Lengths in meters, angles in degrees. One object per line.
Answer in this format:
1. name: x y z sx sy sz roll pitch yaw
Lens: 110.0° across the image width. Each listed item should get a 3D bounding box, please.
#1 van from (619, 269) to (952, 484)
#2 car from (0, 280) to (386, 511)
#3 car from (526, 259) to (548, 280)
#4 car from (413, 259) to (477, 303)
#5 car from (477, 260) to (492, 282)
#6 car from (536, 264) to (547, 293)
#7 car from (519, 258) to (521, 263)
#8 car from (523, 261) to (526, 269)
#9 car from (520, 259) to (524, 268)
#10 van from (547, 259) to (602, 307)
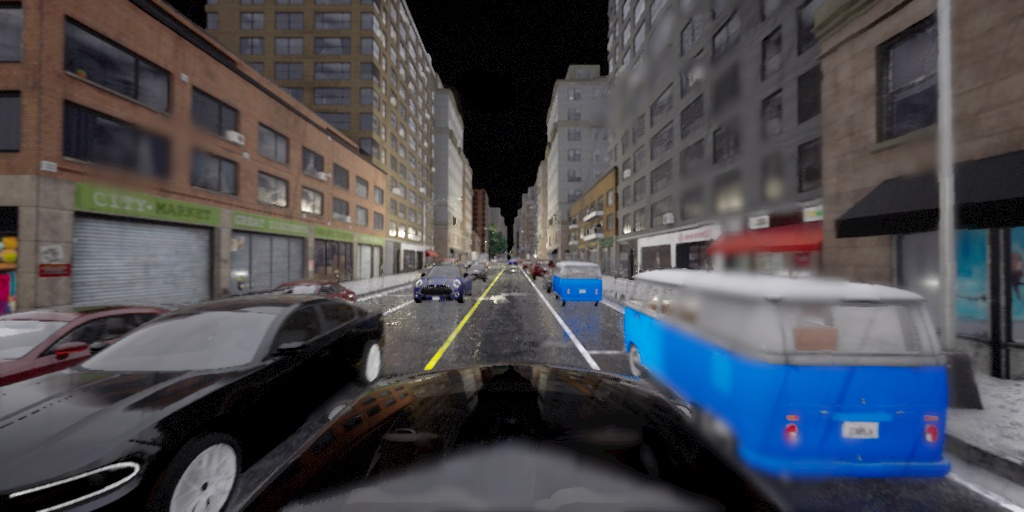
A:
1. van: 2.678 1.103 4.603 1.690 1.789 3.998 0 0 0
2. car: -3.096 1.231 4.174 1.882 1.535 5.008 0 0 0
3. car: 2.728 1.166 32.060 2.192 1.841 5.009 0 0 0
4. car: -3.055 1.149 16.740 2.097 1.767 4.553 0 -1 0
5. car: -2.948 1.343 30.051 1.837 1.490 4.892 0 0 0
6. car: 2.708 1.365 21.078 2.007 1.370 4.403 0 0 0
7. car: 2.789 1.531 65.008 1.888 1.381 4.507 0 0 0
8. car: 2.749 1.443 43.043 2.007 1.370 4.403 0 0 0
9. car: 2.779 1.506 59.516 1.888 1.381 4.507 0 0 0
10. van: 2.698 1.137 15.586 1.690 1.789 3.998 0 0 0
